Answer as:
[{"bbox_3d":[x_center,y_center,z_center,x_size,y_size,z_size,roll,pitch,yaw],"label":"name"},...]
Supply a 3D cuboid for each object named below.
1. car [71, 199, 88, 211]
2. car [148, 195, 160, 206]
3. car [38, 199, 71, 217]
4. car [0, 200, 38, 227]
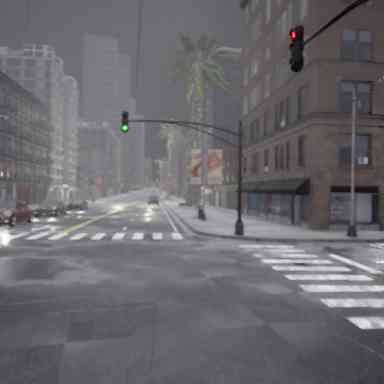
[{"bbox_3d":[-15.120,1.667,44.246,1.882,1.535,5.008,1,0,-6],"label":"car"},{"bbox_3d":[-7.614,1.653,66.314,2.150,2.045,5.566,1,0,-6],"label":"car"},{"bbox_3d":[-13.867,1.467,32.882,2.097,1.767,4.553,1,0,-6],"label":"car"},{"bbox_3d":[-12.789,1.397,23.111,2.097,1.767,4.553,1,0,-6],"label":"car"}]
